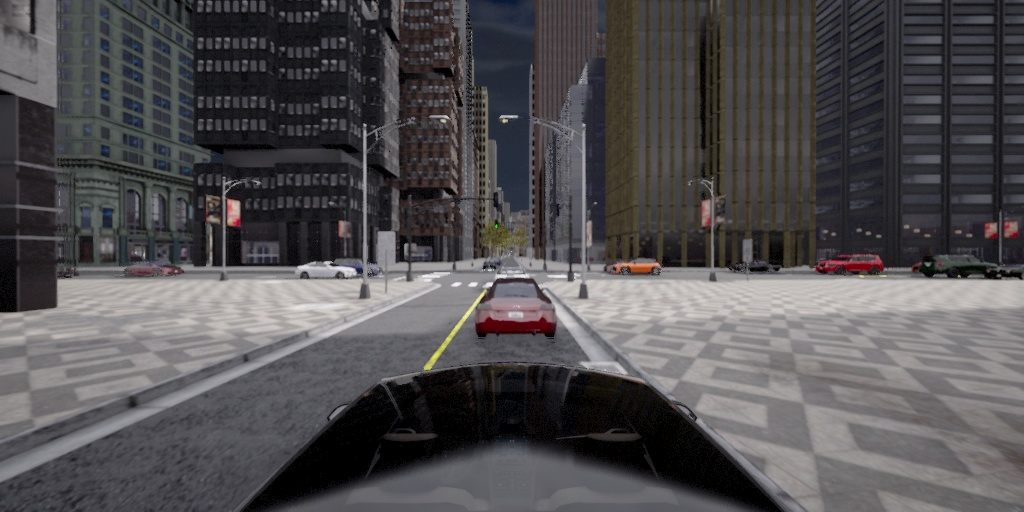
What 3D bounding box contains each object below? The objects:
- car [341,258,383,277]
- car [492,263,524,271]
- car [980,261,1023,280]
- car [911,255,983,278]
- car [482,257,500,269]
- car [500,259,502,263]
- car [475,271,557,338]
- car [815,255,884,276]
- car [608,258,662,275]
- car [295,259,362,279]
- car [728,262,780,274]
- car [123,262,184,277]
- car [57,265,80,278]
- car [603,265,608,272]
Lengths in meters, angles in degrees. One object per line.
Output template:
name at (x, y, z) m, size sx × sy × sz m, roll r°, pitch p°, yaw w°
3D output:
car at (-14.206, 1.003, 32.792) m, size 4.553 × 1.767 × 2.097 m, roll 0°, pitch 0°, yaw 0°
car at (-0.070, 1.293, 21.648) m, size 1.895 × 1.301 × 4.718 m, roll 0°, pitch 0°, yaw -2°
car at (42.225, 1.334, 29.431) m, size 4.718 × 1.301 × 1.895 m, roll 0°, pitch 0°, yaw 1°
car at (40.625, 0.937, 32.695) m, size 5.566 × 2.045 × 2.150 m, roll 0°, pitch 0°, yaw 0°
car at (-3.136, 1.153, 51.277) m, size 2.033 × 1.411 × 5.357 m, roll 0°, pitch 0°, yaw 0°
car at (-3.118, 0.919, 64.230) m, size 2.097 × 1.767 × 4.553 m, roll 0°, pitch 0°, yaw 0°
car at (0.091, 1.290, 10.112) m, size 1.994 × 1.385 × 4.181 m, roll 0°, pitch 0°, yaw 0°
car at (33.923, 0.911, 36.096) m, size 5.566 × 2.045 × 2.150 m, roll 0°, pitch 0°, yaw 0°
car at (12.525, 1.013, 36.166) m, size 4.553 × 1.767 × 2.097 m, roll 0°, pitch 0°, yaw 0°
car at (-15.293, 1.191, 29.546) m, size 4.674 × 1.442 × 1.812 m, roll 0°, pitch 0°, yaw 0°
car at (26.509, 1.264, 39.377) m, size 4.718 × 1.301 × 1.895 m, roll 0°, pitch 0°, yaw 0°
car at (-32.739, 1.207, 32.854) m, size 4.181 × 1.385 × 1.994 m, roll 0°, pitch 0°, yaw 0°
car at (-39.335, 1.207, 29.635) m, size 5.357 × 1.411 × 2.033 m, roll 0°, pitch 0°, yaw 0°
car at (12.199, 1.208, 39.421) m, size 4.181 × 1.385 × 1.994 m, roll 0°, pitch 0°, yaw 0°
